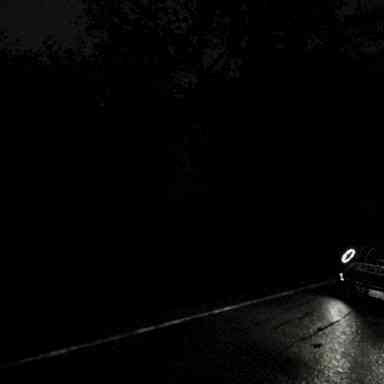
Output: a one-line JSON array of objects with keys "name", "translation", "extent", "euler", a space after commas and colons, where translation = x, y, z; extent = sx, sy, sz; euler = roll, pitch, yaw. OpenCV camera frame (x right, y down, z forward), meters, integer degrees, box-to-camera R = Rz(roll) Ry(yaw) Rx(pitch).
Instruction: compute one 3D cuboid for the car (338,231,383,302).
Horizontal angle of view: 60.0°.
[{"name": "car", "translation": [5.448, 1.422, 7.762], "extent": [4.553, 1.767, 2.097], "euler": [1, 0, -34]}]
